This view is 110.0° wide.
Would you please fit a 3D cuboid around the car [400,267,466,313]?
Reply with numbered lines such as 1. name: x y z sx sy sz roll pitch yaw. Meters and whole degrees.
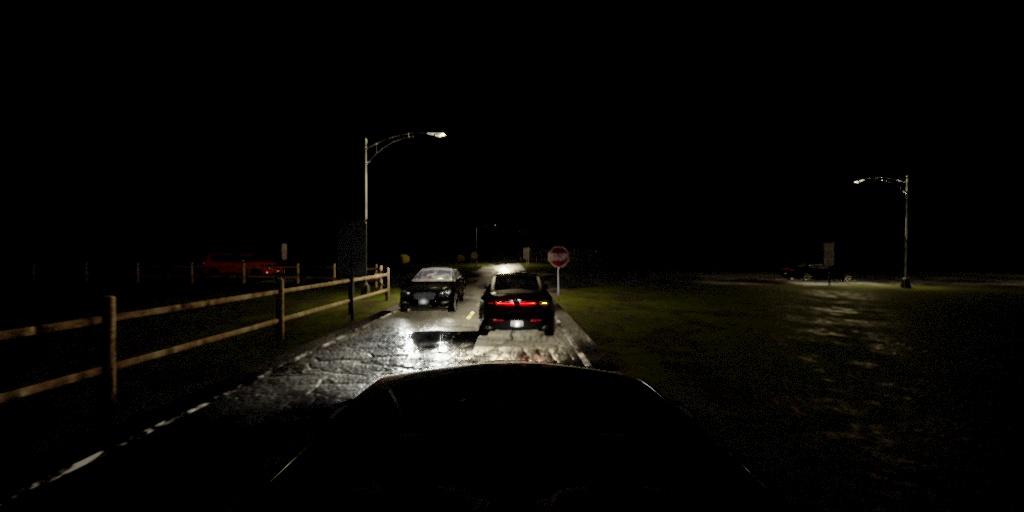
1. car: -2.889 1.192 13.913 2.128 1.511 4.902 0 0 -2

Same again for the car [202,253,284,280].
1. car: -21.405 0.815 28.570 5.566 2.045 2.150 0 1 0

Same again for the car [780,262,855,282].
1. car: 24.166 1.249 28.431 5.008 1.535 1.882 0 1 0

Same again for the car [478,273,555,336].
1. car: 0.110 1.220 10.260 1.837 1.490 4.892 0 0 0
